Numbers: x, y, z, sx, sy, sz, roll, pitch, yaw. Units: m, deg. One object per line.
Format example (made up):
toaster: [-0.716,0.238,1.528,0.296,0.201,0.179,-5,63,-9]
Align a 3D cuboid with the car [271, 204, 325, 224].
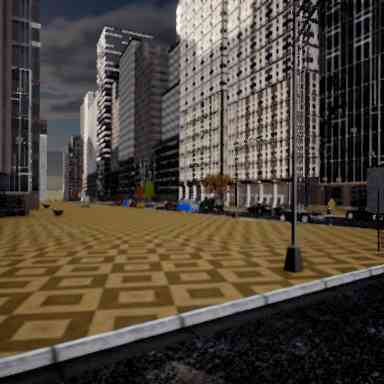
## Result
car: [9.096,1.870,27.858,2.008,1.369,4.403,-1,-1,-25]

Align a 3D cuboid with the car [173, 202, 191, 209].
car: [-2.021,2.590,64.646,1.812,1.442,4.674,0,-1,-25]

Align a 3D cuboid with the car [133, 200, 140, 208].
car: [-10.093,2.680,68.368,1.752,1.417,4.829,-1,-1,-25]

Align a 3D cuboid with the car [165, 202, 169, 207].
car: [-4.999,2.908,77.190,1.802,1.307,4.206,-1,-1,-25]

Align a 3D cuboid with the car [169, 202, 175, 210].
car: [-1.609,2.451,56.721,2.033,1.411,5.357,0,-1,-25]

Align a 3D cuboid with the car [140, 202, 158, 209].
car: [-7.758,2.600,63.438,2.008,1.369,4.403,-1,-1,-25]

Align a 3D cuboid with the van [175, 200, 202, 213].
van: [-0.538,2.072,48.193,1.690,1.788,3.998,-1,-1,-25]

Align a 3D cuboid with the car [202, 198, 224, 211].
car: [3.117,2.055,53.848,2.150,2.045,5.566,0,-2,-24]

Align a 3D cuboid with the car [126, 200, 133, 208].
car: [-12.573,2.811,73.604,1.887,1.381,4.507,-1,-1,-25]

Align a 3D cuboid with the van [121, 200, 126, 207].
van: [-14.983,2.717,78.688,1.690,1.788,3.998,-1,-1,-25]

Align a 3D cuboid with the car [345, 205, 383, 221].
car: [16.670,1.930,31.445,2.008,1.369,4.403,-1,-1,-25]

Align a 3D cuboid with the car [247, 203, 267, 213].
car: [9.447,2.253,46.694,1.947,1.339,4.313,-1,-1,-25]

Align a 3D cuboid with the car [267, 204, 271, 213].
car: [11.854,2.149,41.611,1.947,1.339,4.313,-1,-1,-25]

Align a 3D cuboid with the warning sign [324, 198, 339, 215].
warning sign: [16.072,1.629,38.329,1.300,1.860,1.060,2,-1,-25]

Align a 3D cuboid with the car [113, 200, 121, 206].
car: [-19.795,3.141,88.851,1.887,1.381,4.507,-1,-1,-25]
